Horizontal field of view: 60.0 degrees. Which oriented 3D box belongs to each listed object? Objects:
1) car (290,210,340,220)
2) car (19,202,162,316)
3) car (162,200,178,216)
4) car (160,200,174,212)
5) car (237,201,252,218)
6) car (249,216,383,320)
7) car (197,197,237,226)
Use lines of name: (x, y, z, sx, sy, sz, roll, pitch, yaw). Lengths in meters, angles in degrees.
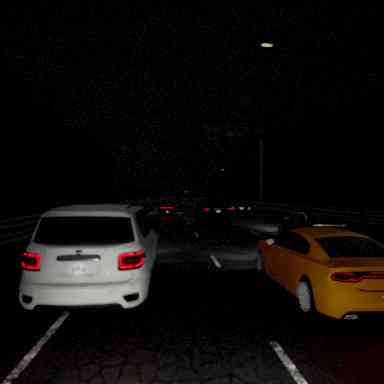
car: (5.794, 1.654, 16.390, 2.128, 1.511, 4.902, 0, 0, -4)
car: (-1.930, 1.271, 7.762, 2.150, 2.045, 5.566, 0, 0, -4)
car: (-2.642, 1.772, 35.773, 1.837, 1.490, 4.892, 0, 0, -4)
car: (-3.413, 1.864, 46.095, 1.837, 1.490, 4.892, 0, -1, -4)
car: (4.546, 1.648, 33.789, 2.097, 1.767, 4.553, 0, 0, -4)
car: (2.914, 1.553, 7.637, 1.882, 1.535, 5.008, 0, -1, -4)
car: (1.630, 1.432, 25.551, 2.150, 2.045, 5.566, 0, 0, -4)
